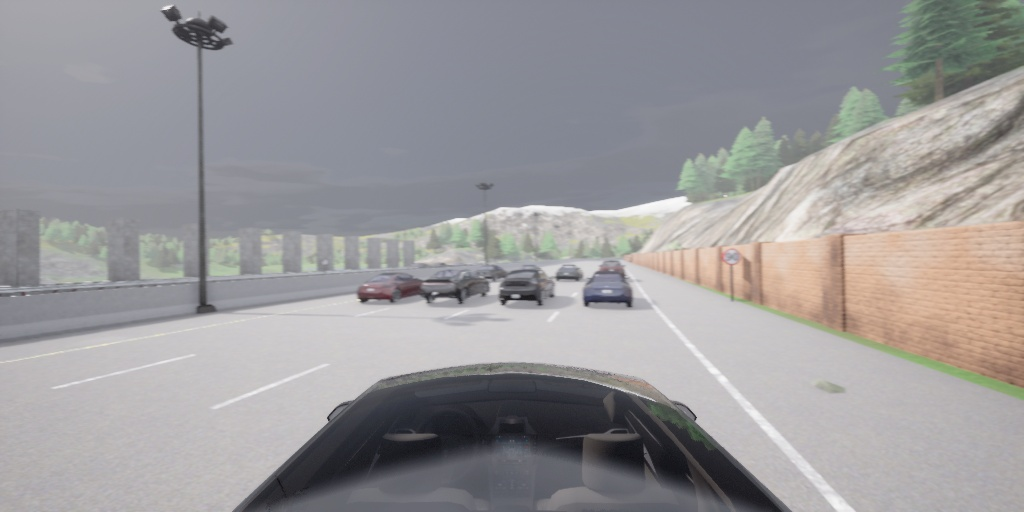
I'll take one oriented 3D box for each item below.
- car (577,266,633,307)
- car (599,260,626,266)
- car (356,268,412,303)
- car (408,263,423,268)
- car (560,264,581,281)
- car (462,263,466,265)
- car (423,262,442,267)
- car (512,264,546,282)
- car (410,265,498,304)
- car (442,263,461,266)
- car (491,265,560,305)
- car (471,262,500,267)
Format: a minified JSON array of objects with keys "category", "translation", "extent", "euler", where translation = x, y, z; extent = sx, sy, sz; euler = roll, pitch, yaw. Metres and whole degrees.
[{"category":"car","translation":[4.164,1.320,15.565],"extent":[1.994,1.385,4.181],"euler":[-1,0,16]},{"category":"car","translation":[8.224,1.115,29.497],"extent":[2.097,1.767,4.553],"euler":[-1,-1,17]},{"category":"car","translation":[-5.939,1.525,18.415],"extent":[1.994,1.385,4.181],"euler":[-1,0,16]},{"category":"car","translation":[-15.624,1.890,60.366],"extent":[2.128,1.511,4.902],"euler":[-1,0,16]},{"category":"car","translation":[4.943,1.397,30.719],"extent":[1.994,1.385,4.181],"euler":[-1,0,17]},{"category":"car","translation":[-5.671,1.736,56.953],"extent":[2.033,1.411,5.357],"euler":[-1,0,16]},{"category":"car","translation":[-12.241,1.830,59.519],"extent":[1.837,1.490,4.892],"euler":[-1,0,16]},{"category":"car","translation":[1.575,1.466,31.671],"extent":[1.994,1.385,4.181],"euler":[-1,0,17]},{"category":"car","translation":[-2.577,1.385,17.455],"extent":[2.128,1.511,4.902],"euler":[-1,0,16]},{"category":"car","translation":[-8.831,1.804,58.646],"extent":[2.033,1.411,5.357],"euler":[-1,0,16]},{"category":"car","translation":[0.799,1.332,16.527],"extent":[1.837,1.490,4.892],"euler":[-1,0,16]},{"category":"car","translation":[-1.863,1.517,32.399],"extent":[2.033,1.411,5.357],"euler":[-1,0,17]}]
